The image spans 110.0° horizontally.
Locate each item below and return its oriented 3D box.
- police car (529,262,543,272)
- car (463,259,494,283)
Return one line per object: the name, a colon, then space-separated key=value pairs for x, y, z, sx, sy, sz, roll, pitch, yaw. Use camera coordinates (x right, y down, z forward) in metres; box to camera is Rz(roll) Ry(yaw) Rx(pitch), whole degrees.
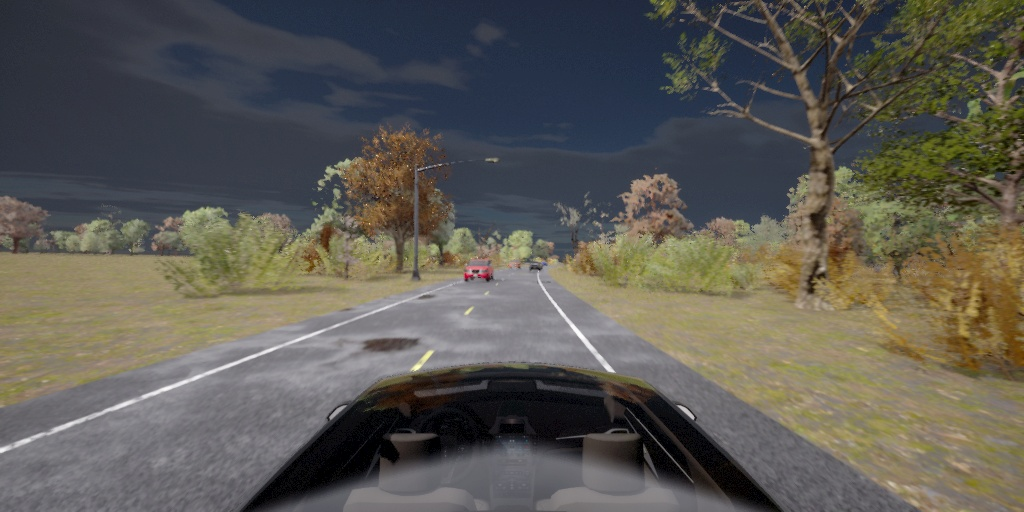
police car: x=4.015 y=1.850 z=62.914 sx=1.930 sy=1.638 sz=5.238 roll=0 pitch=-1 yaw=6
car: x=-2.865 y=1.263 z=32.106 sx=2.150 sy=2.045 sz=5.566 roll=0 pitch=-1 yaw=3
